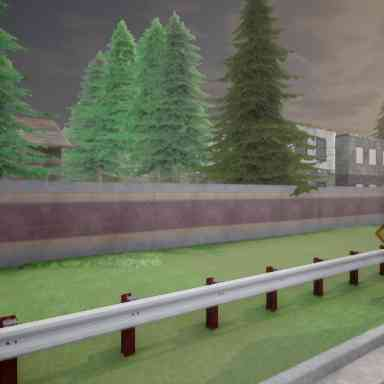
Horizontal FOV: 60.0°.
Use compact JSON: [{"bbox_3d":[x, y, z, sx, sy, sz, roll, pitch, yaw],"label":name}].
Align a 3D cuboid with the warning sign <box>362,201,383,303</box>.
[{"bbox_3d":[4.114,1.114,6.251,1.060,1.860,1.300,0,0,-35],"label":"warning sign"}]
